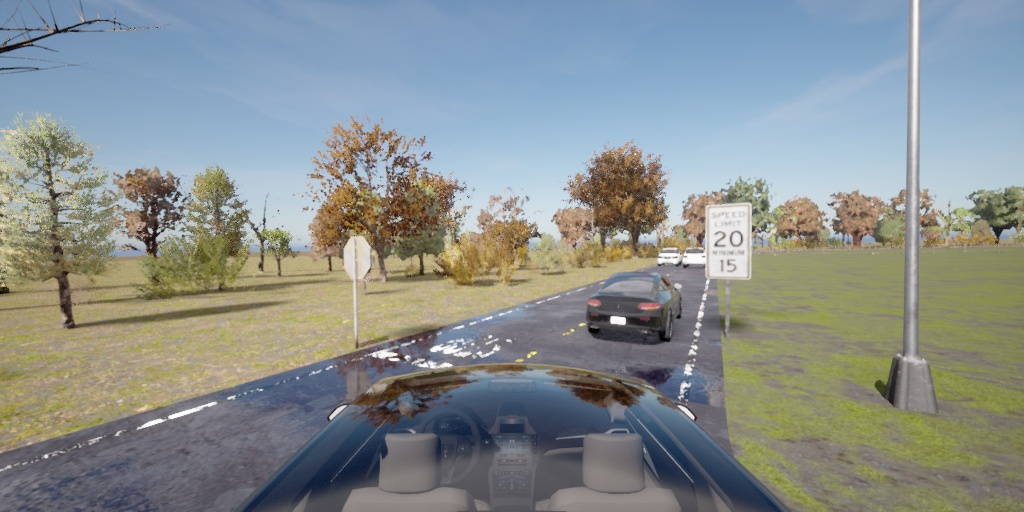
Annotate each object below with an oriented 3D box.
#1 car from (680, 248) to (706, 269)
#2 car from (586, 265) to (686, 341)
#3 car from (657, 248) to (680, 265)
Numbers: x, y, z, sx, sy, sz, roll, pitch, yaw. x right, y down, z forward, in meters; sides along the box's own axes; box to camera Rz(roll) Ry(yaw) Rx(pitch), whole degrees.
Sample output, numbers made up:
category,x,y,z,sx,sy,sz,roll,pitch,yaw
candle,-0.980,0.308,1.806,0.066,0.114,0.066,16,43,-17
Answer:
category,x,y,z,sx,sy,sz,roll,pitch,yaw
car,18.947,0.186,36.927,2.150,2.045,5.566,0,1,30
car,3.336,1.131,9.449,1.812,1.442,4.674,0,1,30
car,18.257,0.107,41.402,2.150,2.045,5.566,0,1,30
